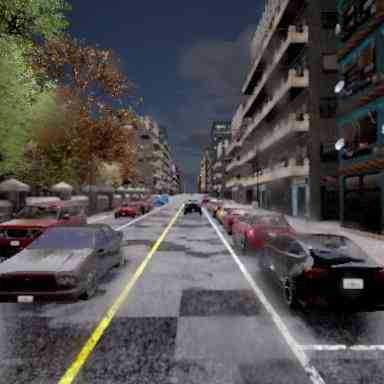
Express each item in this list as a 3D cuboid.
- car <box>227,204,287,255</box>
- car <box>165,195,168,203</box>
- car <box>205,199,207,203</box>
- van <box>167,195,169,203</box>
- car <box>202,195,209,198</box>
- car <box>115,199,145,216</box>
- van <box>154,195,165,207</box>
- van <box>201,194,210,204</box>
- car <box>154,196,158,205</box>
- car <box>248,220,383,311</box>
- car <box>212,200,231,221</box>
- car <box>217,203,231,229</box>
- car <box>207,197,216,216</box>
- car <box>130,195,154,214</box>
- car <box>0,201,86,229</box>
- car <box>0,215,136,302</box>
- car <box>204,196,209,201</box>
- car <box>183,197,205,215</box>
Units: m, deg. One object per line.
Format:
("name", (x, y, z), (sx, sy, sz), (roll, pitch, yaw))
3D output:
("car", (2.706, 1.455, 13.176), (1.967, 1.590, 4.097), (1, 0, 0))
("car", (-5.660, 1.634, 57.364), (1.947, 1.339, 4.313), (1, 0, 0))
("car", (2.703, 1.623, 35.270), (1.802, 1.307, 4.206), (1, 0, 0))
("van", (-5.639, 1.422, 68.412), (1.690, 1.788, 3.998), (1, 0, 0))
("car", (2.675, 1.515, 62.887), (1.967, 1.590, 4.097), (1, 0, 0))
("car", (-5.676, 1.579, 29.747), (1.887, 1.381, 4.507), (1, 0, 0))
("van", (-5.681, 1.402, 51.841), (1.690, 1.788, 3.998), (1, 0, 0))
("van", (2.675, 1.423, 68.410), (1.690, 1.788, 3.998), (1, 0, 0))
("car", (-5.676, 1.592, 40.794), (1.887, 1.381, 4.507), (1, 0, 0))
("car", (2.703, 1.575, 7.653), (1.947, 1.339, 4.313), (1, 0, 0))
("car", (2.704, 1.554, 24.393), (1.752, 1.417, 4.829), (1, 0, 0))
("car", (2.704, 1.566, 18.699), (1.887, 1.381, 4.507), (1, 0, 0))
("car", (2.706, 1.475, 29.747), (1.967, 1.590, 4.097), (1, 0, 0))
("car", (-5.672, 1.356, 35.270), (2.192, 1.841, 5.009), (1, 0, 0))
("car", (-5.672, 1.330, 13.177), (2.192, 1.841, 5.009), (1, 0, 0))
("car", (-3.014, 1.558, 8.689), (2.033, 1.411, 5.357), (0, 0, 0))
("car", (2.704, 1.573, 40.963), (1.752, 1.417, 4.829), (1, 0, 0))
("car", (0.102, 1.566, 34.606), (1.812, 1.442, 4.674), (0, 0, 0))
